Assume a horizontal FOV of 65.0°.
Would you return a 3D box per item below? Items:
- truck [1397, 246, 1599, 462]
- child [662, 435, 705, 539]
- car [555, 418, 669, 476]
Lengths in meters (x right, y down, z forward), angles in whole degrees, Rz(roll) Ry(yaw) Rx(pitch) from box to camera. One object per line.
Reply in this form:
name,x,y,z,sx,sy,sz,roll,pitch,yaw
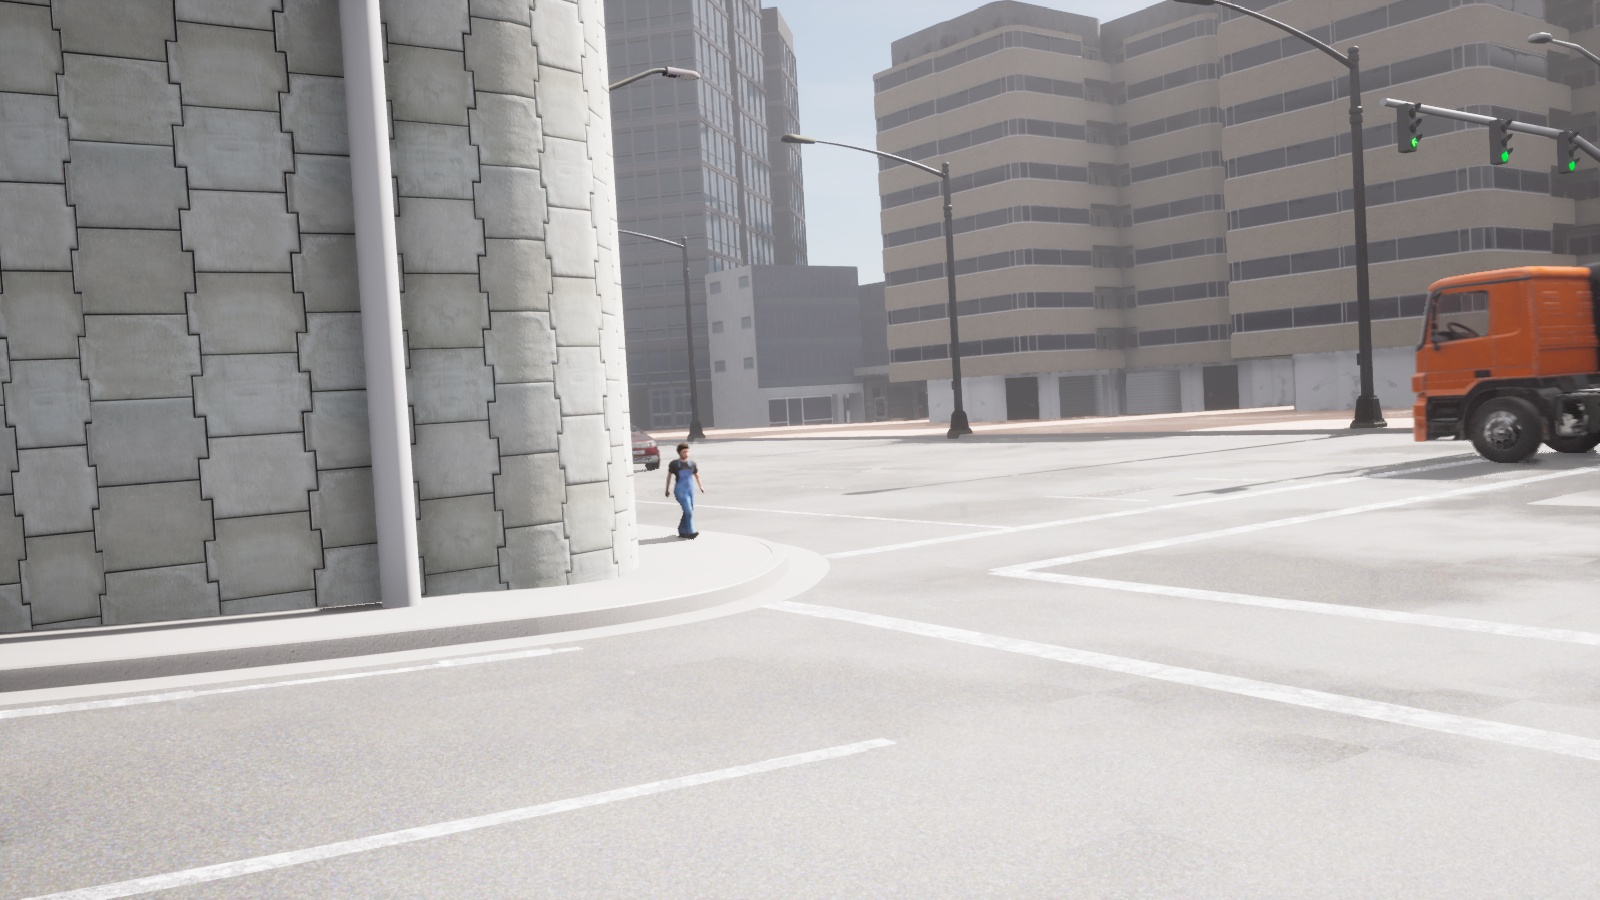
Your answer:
truck,14.398,-1.641,20.442,2.891,3.462,7.936,-5,3,-35
child,-1.460,0.457,15.743,0.270,1.263,0.437,-5,3,-34
car,-5.616,-0.093,37.258,1.789,1.549,3.705,-5,2,-35
